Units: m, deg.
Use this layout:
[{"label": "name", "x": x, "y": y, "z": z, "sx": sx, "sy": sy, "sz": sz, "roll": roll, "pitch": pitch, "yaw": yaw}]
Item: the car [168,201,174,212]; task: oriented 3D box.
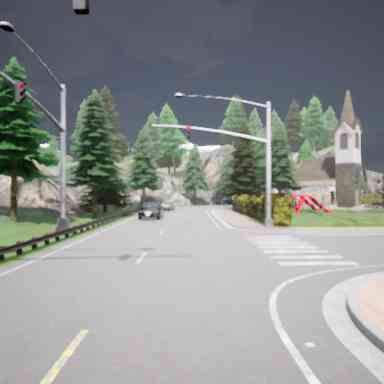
[{"label": "car", "x": -3.453, "y": 1.760, "z": 41.810, "sx": 1.895, "sy": 1.301, "sz": 4.718, "roll": 0, "pitch": 0, "yaw": 5}]

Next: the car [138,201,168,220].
[{"label": "car", "x": -3.578, "y": 1.604, "z": 29.497, "sx": 2.128, "sy": 1.511, "sz": 4.902, "roll": 0, "pitch": 0, "yaw": 0}]

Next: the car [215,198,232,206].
[{"label": "car", "x": 6.164, "y": 1.798, "z": 61.203, "sx": 4.181, "sy": 1.385, "sz": 1.994, "roll": 0, "pitch": 0, "yaw": -41}]
